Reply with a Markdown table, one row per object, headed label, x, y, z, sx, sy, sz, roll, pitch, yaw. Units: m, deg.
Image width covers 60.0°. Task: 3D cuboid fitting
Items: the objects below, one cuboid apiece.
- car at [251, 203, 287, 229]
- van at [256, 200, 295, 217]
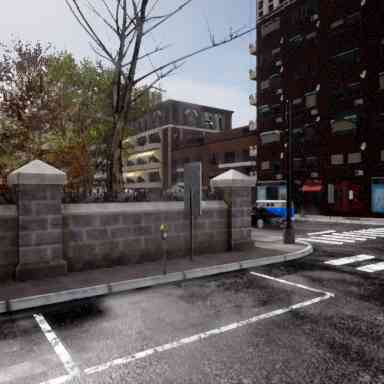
| label | x | y | z | sx | sy | sz | roll | pitch | yaw |
| --- | --- | --- | --- | --- | --- | --- | --- | --- | --- |
| car | 4.497 | 1.774 | 24.237 | 1.837 | 1.490 | 4.892 | 0 | -1 | -36 |
| van | 7.317 | 1.643 | 30.201 | 1.690 | 1.788 | 3.998 | -1 | 0 | -36 |
